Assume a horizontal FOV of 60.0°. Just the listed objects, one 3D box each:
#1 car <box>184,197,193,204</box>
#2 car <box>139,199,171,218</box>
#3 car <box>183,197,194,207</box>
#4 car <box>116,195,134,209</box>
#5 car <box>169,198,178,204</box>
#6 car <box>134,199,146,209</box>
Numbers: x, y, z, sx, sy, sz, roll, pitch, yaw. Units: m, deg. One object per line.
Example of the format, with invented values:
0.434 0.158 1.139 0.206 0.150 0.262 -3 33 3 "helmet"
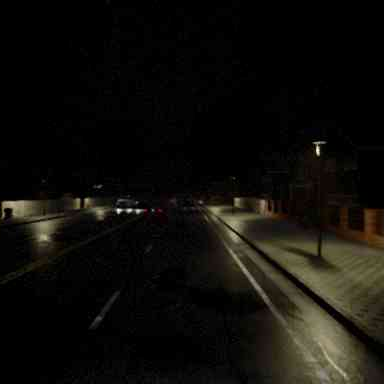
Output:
-0.881 1.962 80.036 2.128 1.511 4.902 0 0 -1 "car"
-3.492 1.717 32.065 2.033 1.411 5.357 0 0 -1 "car"
-0.547 1.832 59.135 1.812 1.442 4.674 0 0 -1 "car"
-10.381 1.545 52.682 2.150 2.045 5.566 0 0 0 "car"
-4.045 1.932 72.413 1.812 1.442 4.674 0 0 -1 "car"
-7.114 1.772 50.472 1.882 1.535 5.008 0 0 0 "car"
